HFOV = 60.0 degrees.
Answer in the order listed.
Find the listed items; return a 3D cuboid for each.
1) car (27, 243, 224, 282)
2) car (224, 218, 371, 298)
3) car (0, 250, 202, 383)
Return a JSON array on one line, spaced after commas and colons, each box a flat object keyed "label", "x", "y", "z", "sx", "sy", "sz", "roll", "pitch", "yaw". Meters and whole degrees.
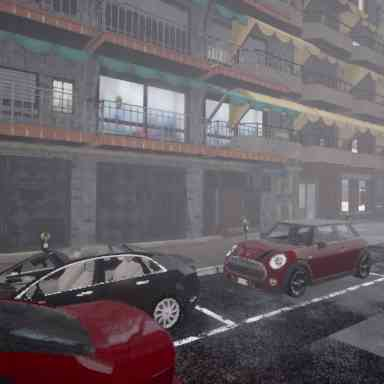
[{"label": "car", "x": -1.880, "y": 1.551, "z": 5.201, "sx": 4.403, "sy": 1.369, "sz": 2.008, "roll": 0, "pitch": 1, "yaw": -35}, {"label": "car", "x": 2.729, "y": 1.442, "z": 8.472, "sx": 4.097, "sy": 1.590, "sz": 1.967, "roll": 0, "pitch": 1, "yaw": -35}, {"label": "car", "x": -2.391, "y": 1.477, "z": 1.677, "sx": 5.008, "sy": 1.535, "sz": 1.882, "roll": 0, "pitch": 0, "yaw": -35}]
